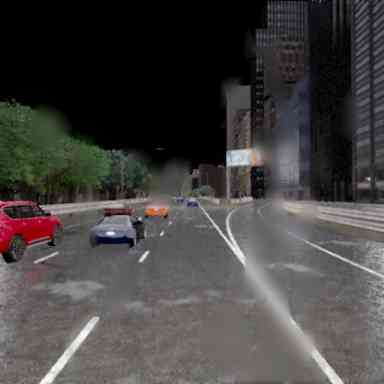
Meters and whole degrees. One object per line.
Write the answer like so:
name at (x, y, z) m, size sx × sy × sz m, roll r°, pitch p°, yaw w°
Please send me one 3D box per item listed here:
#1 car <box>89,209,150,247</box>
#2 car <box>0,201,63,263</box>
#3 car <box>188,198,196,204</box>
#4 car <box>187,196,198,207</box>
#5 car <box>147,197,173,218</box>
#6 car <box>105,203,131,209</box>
car at (-3.406, 1.723, 15.907) m, size 1.994 × 1.385 × 4.181 m, roll 0°, pitch -1°, yaw 0°
car at (-6.911, 1.351, 12.698) m, size 2.150 × 2.045 × 5.566 m, roll 0°, pitch 0°, yaw 0°
car at (-0.022, 2.249, 82.972) m, size 2.128 × 1.511 × 4.902 m, roll 0°, pitch 0°, yaw 0°
car at (0.094, 2.064, 62.580) m, size 1.882 × 1.535 × 5.008 m, roll 0°, pitch 0°, yaw 0°
car at (-3.409, 1.691, 33.939) m, size 2.097 × 1.767 × 4.553 m, roll 0°, pitch -1°, yaw 0°
car at (-6.911, 1.792, 31.481) m, size 1.882 × 1.535 × 5.008 m, roll 0°, pitch -1°, yaw 0°
